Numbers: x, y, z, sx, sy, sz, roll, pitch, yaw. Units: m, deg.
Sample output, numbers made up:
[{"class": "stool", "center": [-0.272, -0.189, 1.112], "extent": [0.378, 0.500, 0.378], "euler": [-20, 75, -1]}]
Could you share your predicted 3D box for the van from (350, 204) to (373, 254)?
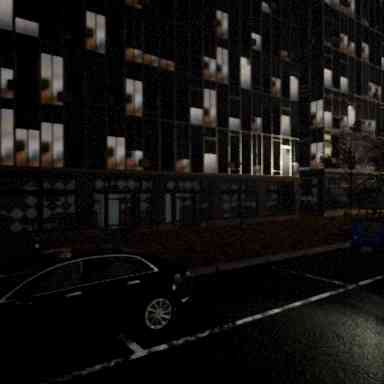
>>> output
[{"class": "van", "center": [7.248, 1.274, 11.751], "extent": [3.998, 1.788, 1.690], "euler": [0, 0, -36]}]

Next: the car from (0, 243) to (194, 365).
[{"class": "car", "center": [-2.009, 1.548, 5.126], "extent": [4.403, 1.369, 2.008], "euler": [0, 0, -36]}]

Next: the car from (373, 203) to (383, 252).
[{"class": "car", "center": [7.073, 1.165, 8.319], "extent": [5.566, 2.045, 2.150], "euler": [0, 0, -36]}]
